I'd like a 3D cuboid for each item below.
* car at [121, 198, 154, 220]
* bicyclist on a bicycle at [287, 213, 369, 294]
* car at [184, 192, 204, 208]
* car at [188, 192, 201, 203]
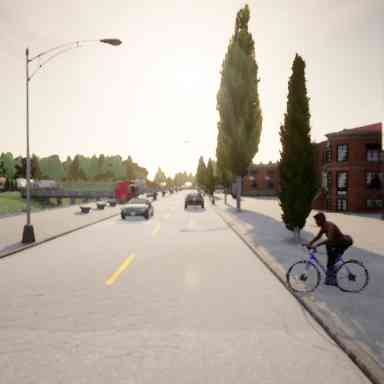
[{"bbox_3d":[-3.895,1.148,24.331,1.812,1.442,4.674,0,1,0],"label":"car"},{"bbox_3d":[2.709,1.242,6.634,1.656,1.620,0.582,0,1,0],"label":"bicyclist on a bicycle"},{"bbox_3d":[0.254,0.783,36.357,2.097,1.767,4.553,0,1,0],"label":"car"},{"bbox_3d":[0.300,0.762,48.865,1.812,1.442,4.674,0,1,0],"label":"car"}]
